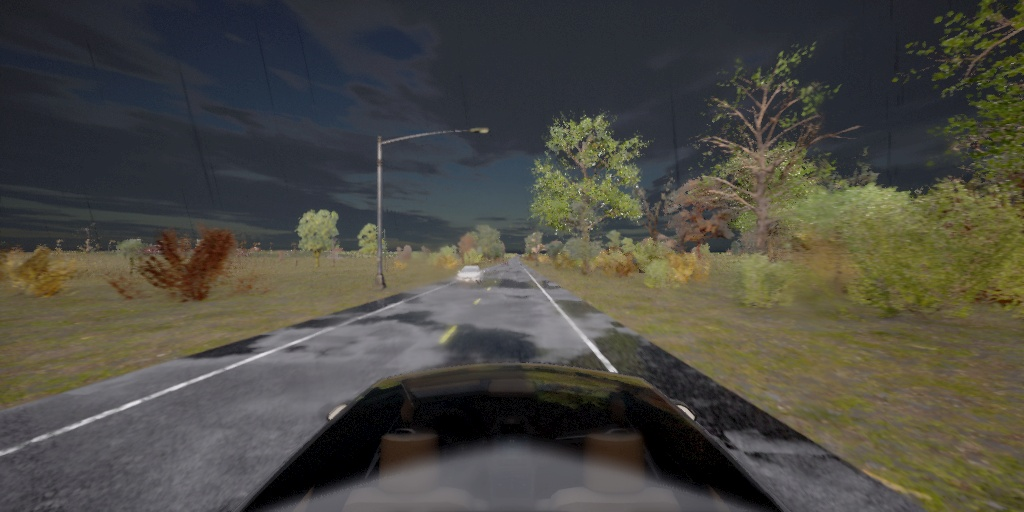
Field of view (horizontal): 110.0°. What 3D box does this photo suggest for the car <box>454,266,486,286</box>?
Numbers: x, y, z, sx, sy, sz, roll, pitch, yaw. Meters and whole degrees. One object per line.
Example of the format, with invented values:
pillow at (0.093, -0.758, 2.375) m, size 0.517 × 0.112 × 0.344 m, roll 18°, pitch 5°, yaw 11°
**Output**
car at (-3.225, 1.511, 28.392) m, size 1.812 × 1.442 × 4.674 m, roll 0°, pitch -1°, yaw 1°
